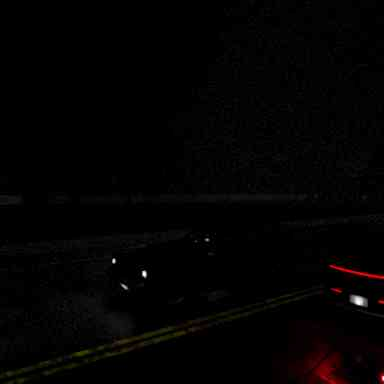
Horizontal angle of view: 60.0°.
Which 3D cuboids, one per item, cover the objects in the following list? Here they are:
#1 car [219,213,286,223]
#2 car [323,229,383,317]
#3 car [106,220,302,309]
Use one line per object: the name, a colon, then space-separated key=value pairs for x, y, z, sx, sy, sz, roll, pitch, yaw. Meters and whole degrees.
car: x=2.168 y=1.552 z=13.216 sx=4.181 sy=1.385 sz=1.994 roll=0 pitch=0 yaw=-35
car: x=4.654 y=1.494 z=6.762 sx=4.892 sy=1.490 sz=1.837 roll=0 pitch=0 yaw=-36
car: x=0.445 y=1.595 z=7.994 sx=4.718 sy=1.301 sz=1.895 roll=0 pitch=0 yaw=-35
